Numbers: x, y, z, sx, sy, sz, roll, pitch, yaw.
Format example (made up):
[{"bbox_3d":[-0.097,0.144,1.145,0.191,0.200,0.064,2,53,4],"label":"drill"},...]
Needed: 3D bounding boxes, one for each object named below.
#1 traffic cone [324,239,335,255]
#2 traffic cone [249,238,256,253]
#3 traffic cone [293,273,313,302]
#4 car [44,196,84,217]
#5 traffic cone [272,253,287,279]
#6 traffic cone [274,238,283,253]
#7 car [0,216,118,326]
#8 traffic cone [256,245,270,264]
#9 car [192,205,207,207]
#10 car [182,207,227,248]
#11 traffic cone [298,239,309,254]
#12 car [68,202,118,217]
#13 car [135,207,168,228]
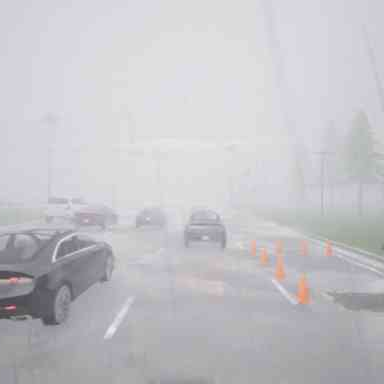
[{"bbox_3d":[5.476,2.184,13.296,0.340,0.580,0.340,1,-1,0],"label":"traffic cone"},{"bbox_3d":[2.476,2.140,13.311,0.340,0.580,0.340,1,-1,0],"label":"traffic cone"},{"bbox_3d":[2.447,2.073,7.312,0.340,0.580,0.340,1,-1,0],"label":"traffic cone"},{"bbox_3d":[-9.860,1.369,26.774,2.150,2.045,5.566,1,-1,0],"label":"car"},{"bbox_3d":[2.457,2.096,9.312,0.340,0.580,0.340,1,-1,0],"label":"traffic cone"},{"bbox_3d":[3.476,2.154,13.306,0.340,0.580,0.340,1,-1,0],"label":"traffic cone"},{"bbox_3d":[-3.070,1.528,7.137,2.128,1.511,4.902,1,0,2],"label":"car"},{"bbox_3d":[2.466,2.118,11.311,0.340,0.580,0.340,1,-1,0],"label":"traffic cone"},{"bbox_3d":[0.629,1.843,27.866,1.812,1.442,4.674,1,-1,0],"label":"car"},{"bbox_3d":[0.576,1.674,15.779,2.128,1.511,4.902,1,-1,0],"label":"car"},{"bbox_3d":[4.476,2.169,13.301,0.340,0.580,0.340,1,-1,0],"label":"traffic cone"},{"bbox_3d":[-6.388,1.635,22.704,1.882,1.535,5.008,1,-1,0],"label":"car"},{"bbox_3d":[-2.883,1.790,24.314,1.994,1.385,4.181,1,-1,0],"label":"car"}]
